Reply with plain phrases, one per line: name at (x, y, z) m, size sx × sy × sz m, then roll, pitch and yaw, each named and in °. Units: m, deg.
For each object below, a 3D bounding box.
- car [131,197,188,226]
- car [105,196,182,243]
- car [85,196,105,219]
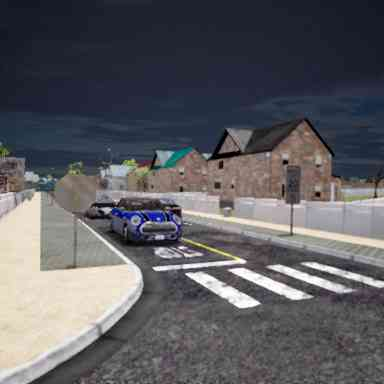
car at (-2.203, 1.123, 21.195) m, size 2.128 × 1.511 × 4.902 m, roll 1°, pitch 0°, yaw -24°
car at (-2.067, 1.016, 14.017) m, size 2.097 × 1.767 × 4.553 m, roll 1°, pitch 0°, yaw -24°
car at (-6.484, 1.024, 23.754) m, size 2.128 × 1.511 × 4.902 m, roll 1°, pitch 1°, yaw -24°
